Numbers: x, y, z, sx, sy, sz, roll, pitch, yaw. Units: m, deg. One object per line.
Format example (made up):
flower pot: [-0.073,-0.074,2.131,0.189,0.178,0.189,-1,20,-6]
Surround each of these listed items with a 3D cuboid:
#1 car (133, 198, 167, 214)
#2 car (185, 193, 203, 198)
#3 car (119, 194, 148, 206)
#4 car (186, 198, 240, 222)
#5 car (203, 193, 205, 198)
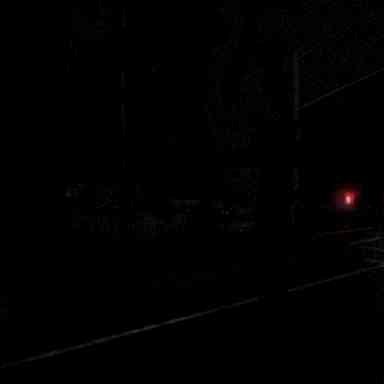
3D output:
car: [-4.323,1.590,34.967,1.994,1.385,4.181,0,0,-36]
car: [0.065,1.145,88.903,1.932,1.855,4.605,0,0,-37]
car: [-8.478,1.380,46.682,2.097,1.767,4.553,0,0,-35]
car: [1.705,1.504,26.983,1.882,1.535,5.008,0,0,-37]
car: [2.150,1.127,90.968,1.905,1.878,3.866,0,0,-37]
